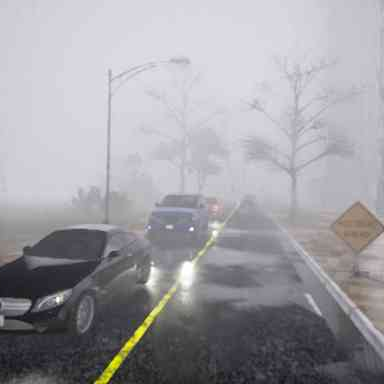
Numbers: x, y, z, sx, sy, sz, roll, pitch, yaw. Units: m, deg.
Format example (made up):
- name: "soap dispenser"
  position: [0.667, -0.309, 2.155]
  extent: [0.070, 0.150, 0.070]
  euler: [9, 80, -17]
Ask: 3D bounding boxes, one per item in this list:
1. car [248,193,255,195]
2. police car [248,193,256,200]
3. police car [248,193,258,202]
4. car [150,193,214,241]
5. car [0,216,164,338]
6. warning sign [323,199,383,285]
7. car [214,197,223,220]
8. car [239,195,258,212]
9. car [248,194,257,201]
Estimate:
- name: "car"
  position: [8.060, 1.144, 47.695]
  extent: [2.097, 1.767, 4.553]
  euler: [1, 0, 10]
- name: "police car"
  position: [15.078, 1.074, 83.346]
  extent: [1.930, 1.638, 5.238]
  euler: [1, 0, 10]
- name: "police car"
  position: [12.366, 1.146, 67.577]
  extent: [1.930, 1.638, 5.238]
  euler: [1, 0, 10]
- name: "car"
  position: [-0.462, 1.086, 16.545]
  extent: [2.150, 2.045, 5.566]
  euler: [1, 0, 10]
- name: "car"
  position: [-2.171, 1.431, 6.704]
  extent: [1.812, 1.442, 4.674]
  euler: [1, 0, 11]
- name: "warning sign"
  position: [3.974, 1.136, 8.030]
  extent: [1.300, 1.860, 1.060]
  euler: [1, 0, 10]
- name: "car"
  position: [1.278, 1.173, 26.622]
  extent: [2.097, 1.767, 4.553]
  euler: [1, 0, 10]
- name: "car"
  position: [6.157, 1.369, 36.468]
  extent: [1.812, 1.442, 4.674]
  euler: [1, 0, 10]
- name: "car"
  position: [14.040, 1.182, 77.325]
  extent: [1.837, 1.490, 4.892]
  euler: [1, 0, 10]
